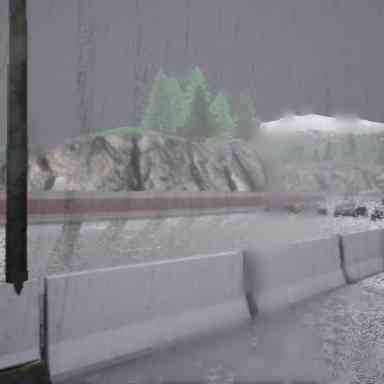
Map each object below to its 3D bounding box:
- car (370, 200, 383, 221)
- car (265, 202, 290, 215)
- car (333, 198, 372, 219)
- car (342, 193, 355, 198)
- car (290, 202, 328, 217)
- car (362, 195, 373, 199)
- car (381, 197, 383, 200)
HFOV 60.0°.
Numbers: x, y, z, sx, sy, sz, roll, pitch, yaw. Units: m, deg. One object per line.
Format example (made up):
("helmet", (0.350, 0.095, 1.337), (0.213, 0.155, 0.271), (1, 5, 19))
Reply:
("car", (16.394, 1.643, 27.602), (1.812, 1.442, 4.674), (0, 0, 44))
("car", (9.753, 1.722, 35.823), (1.895, 1.301, 4.718), (0, 0, 43))
("car", (14.818, 1.628, 31.023), (1.837, 1.490, 4.892), (0, 0, 43))
("car", (32.845, 1.115, 69.991), (2.150, 2.045, 5.566), (0, 0, 25))
("car", (11.862, 1.684, 32.991), (1.994, 1.385, 4.181), (0, 0, 43))
("car", (35.455, 1.415, 67.312), (1.812, 1.442, 4.674), (0, 0, 25))
("car", (38.359, 1.569, 65.286), (1.882, 1.535, 5.008), (0, 0, 27))
